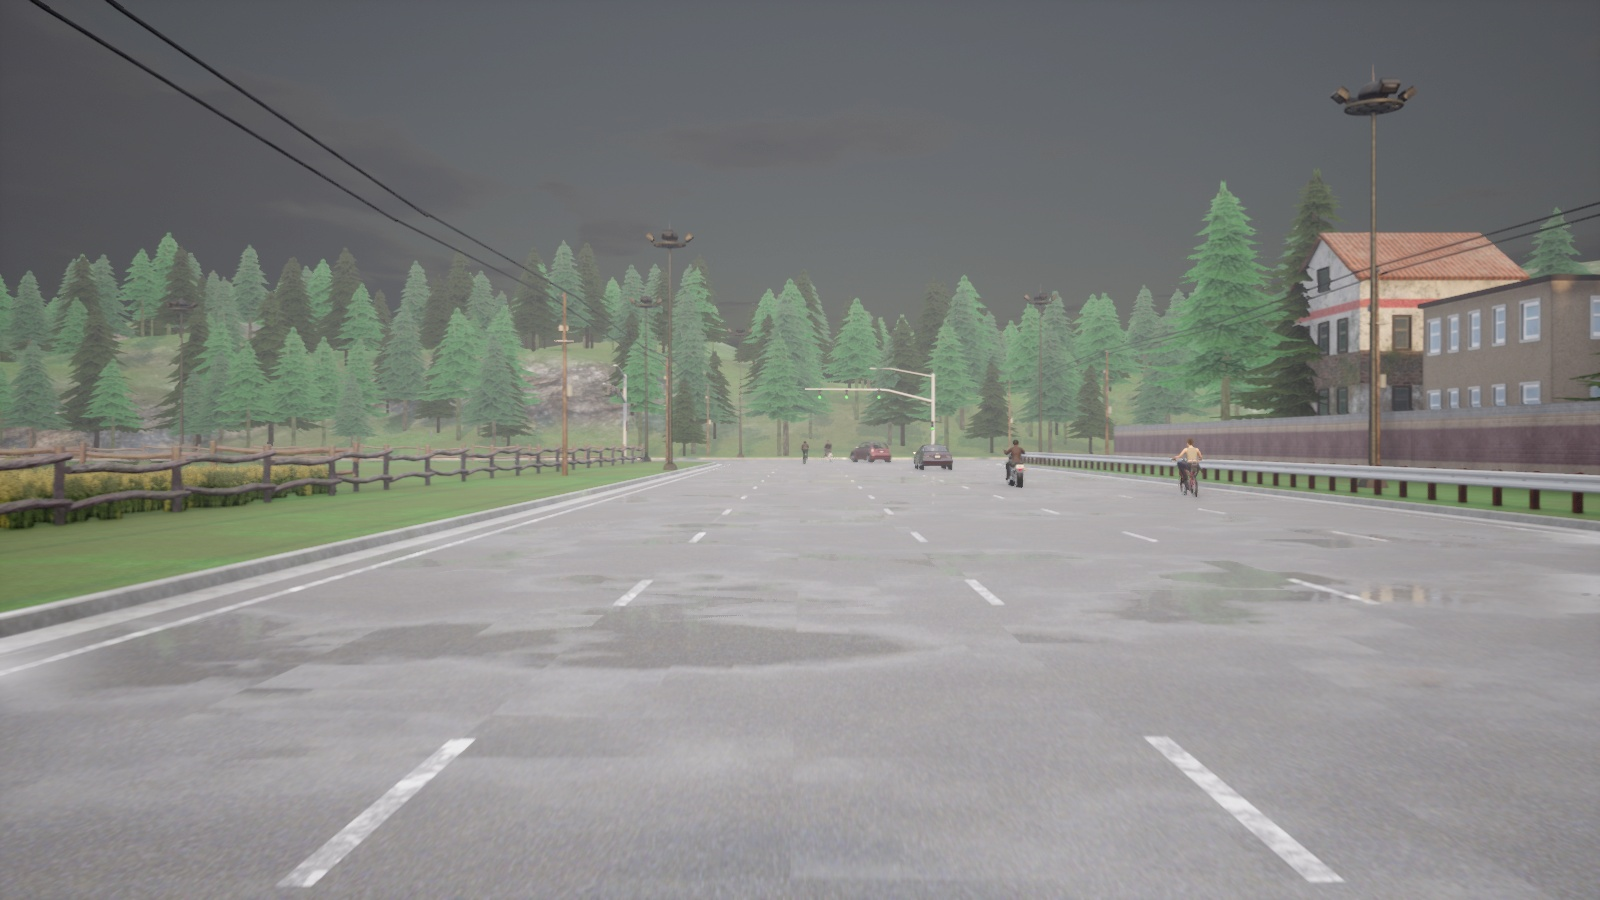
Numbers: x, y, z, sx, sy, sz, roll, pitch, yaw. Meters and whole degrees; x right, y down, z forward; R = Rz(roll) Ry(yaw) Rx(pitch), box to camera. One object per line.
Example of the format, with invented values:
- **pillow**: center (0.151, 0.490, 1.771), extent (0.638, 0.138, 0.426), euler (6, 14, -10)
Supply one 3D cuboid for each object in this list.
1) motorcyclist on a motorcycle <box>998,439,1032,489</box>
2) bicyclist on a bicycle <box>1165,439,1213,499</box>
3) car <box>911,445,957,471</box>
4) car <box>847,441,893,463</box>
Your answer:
- **motorcyclist on a motorcycle**: center (7.258, 0.463, 42.537), extent (0.766, 1.649, 2.350), euler (0, 0, 0)
- **bicyclist on a bicycle**: center (10.708, 0.497, 34.583), extent (0.866, 1.612, 1.509), euler (0, 0, 1)
- **car**: center (7.416, 0.405, 70.071), extent (2.033, 1.411, 5.357), euler (0, 0, 0)
- **car**: center (5.254, 0.114, 94.844), extent (1.851, 1.617, 3.988), euler (0, 0, -24)
